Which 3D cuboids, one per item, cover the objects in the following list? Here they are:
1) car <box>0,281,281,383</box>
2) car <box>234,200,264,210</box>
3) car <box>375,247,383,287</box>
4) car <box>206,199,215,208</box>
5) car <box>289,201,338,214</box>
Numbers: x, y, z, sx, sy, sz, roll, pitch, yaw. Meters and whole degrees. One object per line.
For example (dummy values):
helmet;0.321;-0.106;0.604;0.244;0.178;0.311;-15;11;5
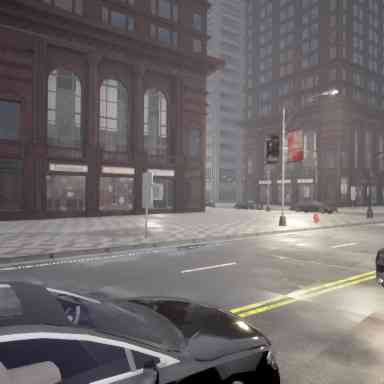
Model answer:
car;-1.396;1.492;2.444;4.902;1.511;2.128;0;0;-36
car;7.709;1.787;45.283;1.994;1.385;4.181;1;-1;-35
car;6.218;1.516;7.868;4.892;1.490;1.837;0;0;-35
car;1.679;1.749;53.774;1.882;1.535;5.008;1;-1;-35
car;13.467;1.725;37.182;2.033;1.411;5.357;1;-1;-35
